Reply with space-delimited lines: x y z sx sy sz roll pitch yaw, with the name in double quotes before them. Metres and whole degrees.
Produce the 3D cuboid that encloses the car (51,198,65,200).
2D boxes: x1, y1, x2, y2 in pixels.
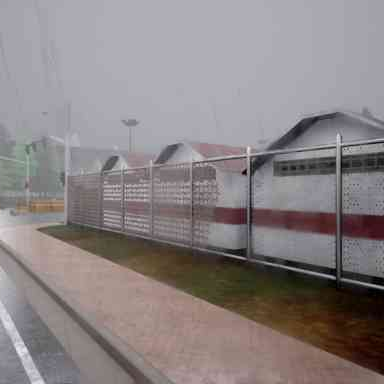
"car" -17.132 1.505 42.327 4.892 1.490 1.837 0 0 -38
